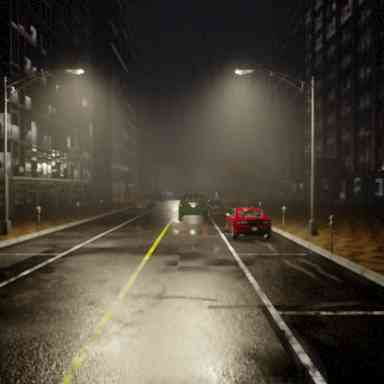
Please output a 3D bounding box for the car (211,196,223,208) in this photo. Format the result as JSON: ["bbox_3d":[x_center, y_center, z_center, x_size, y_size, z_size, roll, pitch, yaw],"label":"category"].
[{"bbox_3d":[2.667,1.290,39.032,2.008,1.369,4.403,-1,0,0],"label":"car"}]

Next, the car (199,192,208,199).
[{"bbox_3d":[2.648,0.905,78.530,1.967,1.590,4.097,-1,0,0],"label":"car"}]

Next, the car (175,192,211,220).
[{"bbox_3d":[0.090,1.049,25.965,2.150,2.045,5.566,0,0,0],"label":"car"}]

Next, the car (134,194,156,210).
[{"bbox_3d":[-5.714,1.267,38.840,1.752,1.417,4.829,-1,0,0],"label":"car"}]

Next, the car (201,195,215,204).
[{"bbox_3d":[2.660,1.173,55.960,2.008,1.369,4.403,-1,0,0],"label":"car"}]

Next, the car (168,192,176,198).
[{"bbox_3d":[-5.739,0.784,95.421,1.967,1.590,4.097,-1,0,0],"label":"car"}]

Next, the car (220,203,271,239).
[{"bbox_3d":[2.676,1.436,16.462,1.887,1.381,4.507,-1,0,0],"label":"car"}]

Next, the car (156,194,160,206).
[{"bbox_3d":[-5.716,1.284,44.651,1.802,1.307,4.206,-1,0,0],"label":"car"}]

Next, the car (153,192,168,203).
[{"bbox_3d":[-5.724,0.939,55.932,2.192,1.841,5.009,-1,0,0],"label":"car"}]

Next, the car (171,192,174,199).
[{"bbox_3d":[-5.731,0.820,72.855,2.192,1.841,5.009,-1,0,0],"label":"car"}]

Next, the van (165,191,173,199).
[{"bbox_3d":[-5.735,0.766,84.139,1.690,1.788,3.998,-1,0,0],"label":"van"}]

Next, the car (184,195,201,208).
[{"bbox_3d":[0.083,1.199,43.719,2.128,1.511,4.902,0,0,0],"label":"car"}]

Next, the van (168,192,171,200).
[{"bbox_3d":[-5.728,0.886,67.214,1.690,1.788,3.998,-1,0,0],"label":"van"}]

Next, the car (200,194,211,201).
[{"bbox_3d":[2.654,1.094,67.245,2.008,1.369,4.403,-1,0,0],"label":"car"}]
